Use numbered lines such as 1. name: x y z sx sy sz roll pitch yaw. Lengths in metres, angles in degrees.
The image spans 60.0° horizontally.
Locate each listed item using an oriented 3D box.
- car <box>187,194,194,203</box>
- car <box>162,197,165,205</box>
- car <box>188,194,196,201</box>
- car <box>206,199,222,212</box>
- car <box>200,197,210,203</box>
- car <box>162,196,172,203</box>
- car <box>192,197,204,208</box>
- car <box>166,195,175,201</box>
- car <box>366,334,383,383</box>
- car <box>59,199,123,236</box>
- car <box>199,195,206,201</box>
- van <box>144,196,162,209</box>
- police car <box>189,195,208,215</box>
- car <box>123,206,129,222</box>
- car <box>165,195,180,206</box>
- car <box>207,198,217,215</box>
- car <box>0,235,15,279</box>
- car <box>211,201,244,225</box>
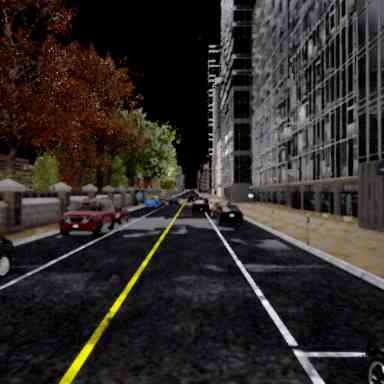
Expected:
1. car: -0.003 1.445 70.638 1.837 1.490 4.892 0 0 0
2. car: -5.688 1.660 58.555 1.802 1.307 4.206 0 0 0
3. car: -0.003 1.289 85.608 2.097 1.767 4.553 0 0 0
4. car: 2.693 1.597 41.668 1.752 1.417 4.829 0 0 0
5. car: 2.692 1.658 69.905 1.802 1.307 4.206 0 0 0
6. car: -5.688 1.618 75.603 1.887 1.381 4.507 0 0 0
7. car: 0.898 1.582 51.193 1.837 1.490 4.892 0 0 0
8. car: -5.689 1.615 86.970 2.008 1.369 4.403 0 0 0
9. car: 2.693 1.570 1.727 1.947 1.339 4.313 0 0 0
10. car: -5.687 1.357 18.773 2.192 1.841 5.009 0 0 0
11. car: 2.692 1.609 86.949 1.887 1.381 4.507 0 0 0
12. van: -5.687 1.416 47.189 1.690 1.788 3.998 0 0 0
13. police car: 0.899 1.492 35.302 1.930 1.638 5.238 0 0 0
14. car: -5.688 1.634 24.455 1.802 1.307 4.206 0 0 0
15. car: -3.052 1.625 57.773 2.033 1.411 5.357 0 0 1
16. car: 2.693 1.500 30.132 1.967 1.590 4.097 0 0 0
17. car: -5.688 1.568 7.407 2.008 1.369 4.403 0 0 0
18. car: 2.693 1.618 24.451 1.947 1.339 4.313 0 0 0
